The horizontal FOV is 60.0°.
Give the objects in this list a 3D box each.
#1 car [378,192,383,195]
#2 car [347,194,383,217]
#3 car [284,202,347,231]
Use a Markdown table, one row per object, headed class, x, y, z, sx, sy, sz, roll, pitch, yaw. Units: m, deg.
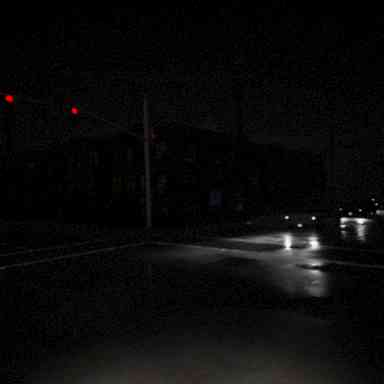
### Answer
| class | x | y | z | sx | sy | sz | roll | pitch | yaw |
| --- | --- | --- | --- | --- | --- | --- | --- | --- | --- |
| car | 19.904 | 0.790 | 34.179 | 2.097 | 1.767 | 4.553 | -2 | 0 | 41 |
| car | 13.406 | 1.172 | 26.602 | 2.033 | 1.411 | 5.357 | -2 | 0 | 41 |
| car | 7.087 | 1.408 | 19.214 | 1.895 | 1.301 | 4.718 | -2 | 0 | 40 |
